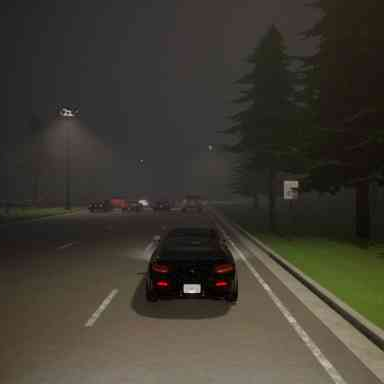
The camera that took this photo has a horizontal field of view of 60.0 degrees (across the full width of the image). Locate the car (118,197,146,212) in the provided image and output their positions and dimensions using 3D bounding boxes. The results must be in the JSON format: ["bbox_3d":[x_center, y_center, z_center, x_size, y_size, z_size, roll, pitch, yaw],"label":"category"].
[{"bbox_3d":[-6.993,1.601,39.185,1.895,1.301,4.718,0,0,0],"label":"car"}]

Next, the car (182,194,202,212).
[{"bbox_3d":[0.007,1.221,38.767,2.150,2.045,5.566,0,0,0],"label":"car"}]

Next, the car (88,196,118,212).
[{"bbox_3d":[-10.493,1.547,38.739,2.033,1.411,5.357,0,0,0],"label":"car"}]

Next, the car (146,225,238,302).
[{"bbox_3d":[0.002,1.526,8.124,1.812,1.442,4.674,0,0,0],"label":"car"}]

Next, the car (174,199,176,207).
[{"bbox_3d":[-3.491,1.478,49.157,1.882,1.535,5.008,0,0,0],"label":"car"}]

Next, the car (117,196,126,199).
[{"bbox_3d":[-10.491,1.352,49.129,2.097,1.767,4.553,0,0,0],"label":"car"}]

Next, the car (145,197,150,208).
[{"bbox_3d":[-6.991,1.526,49.158,1.812,1.442,4.674,0,0,0],"label":"car"}]

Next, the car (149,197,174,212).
[{"bbox_3d":[-3.493,1.564,39.154,1.994,1.385,4.181,0,0,0],"label":"car"}]
